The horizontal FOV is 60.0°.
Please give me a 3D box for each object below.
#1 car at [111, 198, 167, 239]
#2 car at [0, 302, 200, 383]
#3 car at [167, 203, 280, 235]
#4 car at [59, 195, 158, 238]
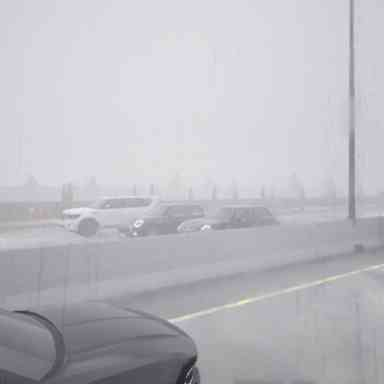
[{"bbox_3d":[-1.217,1.343,16.020,4.553,1.767,2.097,0,0,-35],"label":"car"},{"bbox_3d":[-2.201,1.478,2.176,5.008,1.535,1.882,0,0,-35],"label":"car"},{"bbox_3d":[1.561,1.343,13.702,4.553,1.767,2.097,0,0,-35],"label":"car"},{"bbox_3d":[-4.251,1.215,18.154,5.566,2.045,2.150,0,0,-35],"label":"car"}]
